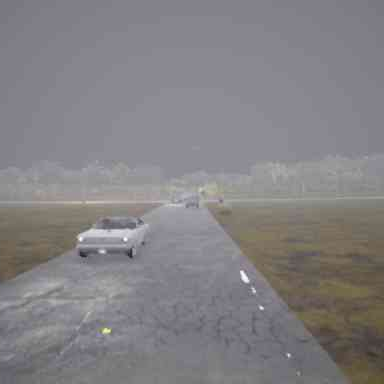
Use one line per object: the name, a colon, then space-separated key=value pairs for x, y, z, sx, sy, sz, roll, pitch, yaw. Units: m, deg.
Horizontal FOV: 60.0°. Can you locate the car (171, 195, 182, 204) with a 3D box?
car: x=-2.738 y=1.317 z=59.228 sx=2.128 sy=1.511 sz=4.902 roll=0 pitch=0 yaw=0

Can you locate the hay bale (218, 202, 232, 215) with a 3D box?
hay bale: x=3.145 y=1.606 z=32.153 sx=1.220 sy=1.180 sz=1.240 roll=1 pitch=1 yaw=0

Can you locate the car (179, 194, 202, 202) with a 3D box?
car: x=-0.302 y=1.242 z=67.938 sx=2.128 sy=1.511 sz=4.902 roll=0 pitch=1 yaw=37

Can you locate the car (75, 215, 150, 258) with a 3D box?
car: x=-2.846 y=1.591 z=12.800 sx=1.895 sy=1.301 sz=4.718 roll=0 pitch=0 yaw=0

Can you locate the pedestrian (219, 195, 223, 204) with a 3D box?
pedestrian: x=2.832 y=1.220 z=33.284 sx=0.375 sy=1.860 sz=0.375 roll=-1 pitch=2 yaw=-10

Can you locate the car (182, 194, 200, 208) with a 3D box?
car: x=0.062 y=1.442 z=46.385 sx=2.033 sy=1.411 sz=5.357 roll=0 pitch=0 yaw=1
